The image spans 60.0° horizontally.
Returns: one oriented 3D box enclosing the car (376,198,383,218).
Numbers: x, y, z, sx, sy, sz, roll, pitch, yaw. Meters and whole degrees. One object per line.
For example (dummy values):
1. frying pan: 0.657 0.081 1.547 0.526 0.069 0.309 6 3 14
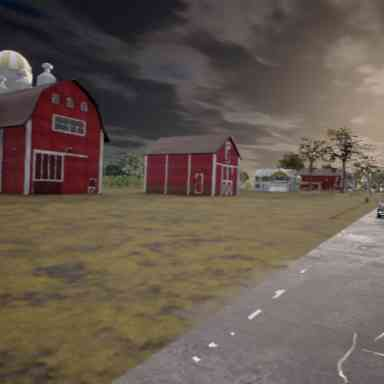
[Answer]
1. car: 14.734 1.080 24.272 1.837 1.490 4.892 3 2 33
